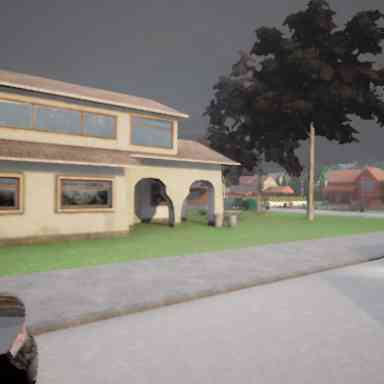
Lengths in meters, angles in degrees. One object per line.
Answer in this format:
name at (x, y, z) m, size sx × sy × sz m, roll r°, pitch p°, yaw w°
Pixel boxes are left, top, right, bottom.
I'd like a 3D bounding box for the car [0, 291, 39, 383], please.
car at (-3.622, 1.469, 2.029) m, size 4.902 × 1.511 × 2.128 m, roll 1°, pitch -1°, yaw -36°
